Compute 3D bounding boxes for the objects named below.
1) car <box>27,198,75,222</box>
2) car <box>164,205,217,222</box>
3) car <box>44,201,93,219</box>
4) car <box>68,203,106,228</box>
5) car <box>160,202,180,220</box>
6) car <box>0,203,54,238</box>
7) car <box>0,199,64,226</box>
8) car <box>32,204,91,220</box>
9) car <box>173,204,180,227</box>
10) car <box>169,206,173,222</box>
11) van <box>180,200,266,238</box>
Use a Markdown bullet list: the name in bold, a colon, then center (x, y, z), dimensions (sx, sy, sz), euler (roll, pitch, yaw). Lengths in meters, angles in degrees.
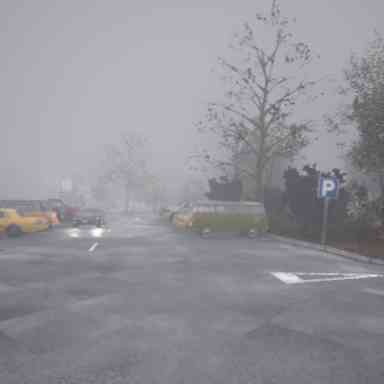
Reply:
- **car**: center (-12.118, 1.588, 29.576), dimensions (5.566, 2.045, 2.435), euler (1, -2, -9)
- **car**: center (-0.213, 2.094, 32.573), dimensions (4.892, 1.521, 2.231), euler (1, -2, -9)
- **car**: center (-13.047, 1.905, 35.450), dimensions (4.553, 1.767, 2.185), euler (1, -2, -9)
- **car**: center (-7.496, 1.778, 24.577), dimensions (1.837, 1.490, 4.892), euler (1, -1, -9)
- **car**: center (0.204, 1.755, 29.821), dimensions (5.566, 2.045, 2.435), euler (1, -2, -9)
- **car**: center (-10.484, 1.539, 17.536), dimensions (5.366, 1.575, 1.946), euler (1, -1, -9)
- **car**: center (-10.711, 1.477, 20.455), dimensions (4.553, 1.767, 2.185), euler (1, -1, -9)
- **car**: center (-12.601, 1.932, 32.445), dimensions (5.008, 1.535, 2.097), euler (1, -2, -9)
- **car**: center (1.681, 1.803, 21.567), dimensions (5.366, 1.575, 1.946), euler (1, -1, -9)
- **car**: center (1.279, 1.861, 24.197), dimensions (5.366, 1.575, 1.946), euler (1, -2, -9)
- **van**: center (1.809, 1.520, 18.765), dimensions (4.442, 1.987, 1.878), euler (1, -1, -9)
